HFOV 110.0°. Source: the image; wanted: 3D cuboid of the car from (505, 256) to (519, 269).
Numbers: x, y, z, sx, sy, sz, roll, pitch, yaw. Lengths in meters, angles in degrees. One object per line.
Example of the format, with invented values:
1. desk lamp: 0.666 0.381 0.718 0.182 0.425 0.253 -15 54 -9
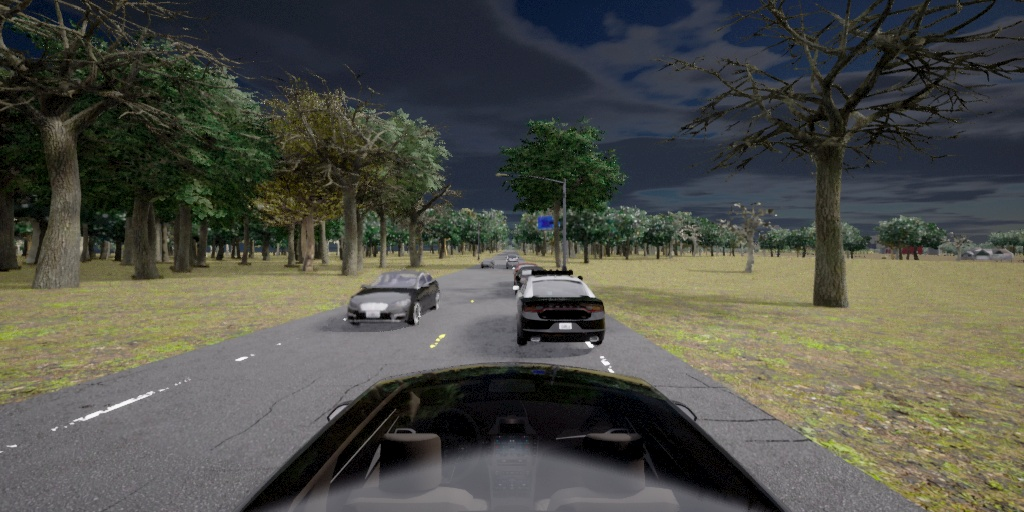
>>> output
1. car: 0.100 1.109 52.431 2.128 1.511 4.902 0 0 0

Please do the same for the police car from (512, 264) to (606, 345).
1. police car: 1.054 1.175 9.635 1.930 1.638 5.238 0 0 0

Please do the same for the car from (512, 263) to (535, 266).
1. car: 1.061 1.275 19.525 1.812 1.442 4.674 0 0 0

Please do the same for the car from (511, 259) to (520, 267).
1. car: 1.065 1.223 25.524 1.882 1.535 5.008 0 0 0

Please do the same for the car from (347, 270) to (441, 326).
1. car: -3.593 1.241 11.709 2.128 1.511 4.902 0 0 0

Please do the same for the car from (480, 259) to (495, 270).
1. car: -3.466 1.131 51.063 1.837 1.490 4.892 0 0 0

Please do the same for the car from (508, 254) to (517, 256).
1. car: 0.042 0.725 65.065 2.150 2.045 5.566 0 1 0
